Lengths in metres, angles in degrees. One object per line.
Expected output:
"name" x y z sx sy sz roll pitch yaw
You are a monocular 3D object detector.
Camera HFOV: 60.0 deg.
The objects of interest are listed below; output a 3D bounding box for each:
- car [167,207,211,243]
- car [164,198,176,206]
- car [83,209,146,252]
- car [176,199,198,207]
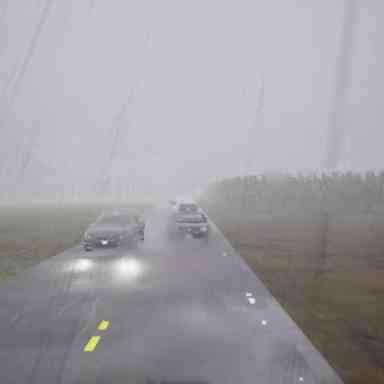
"car" -0.144 1.613 16.302 1.895 1.301 4.718 0 0 -1
"car" -3.544 1.662 55.392 1.895 1.301 4.718 0 0 0
"car" -3.065 1.513 13.966 1.837 1.490 4.892 0 0 -1
"car" -0.369 1.509 34.558 1.882 1.535 5.008 0 0 0
